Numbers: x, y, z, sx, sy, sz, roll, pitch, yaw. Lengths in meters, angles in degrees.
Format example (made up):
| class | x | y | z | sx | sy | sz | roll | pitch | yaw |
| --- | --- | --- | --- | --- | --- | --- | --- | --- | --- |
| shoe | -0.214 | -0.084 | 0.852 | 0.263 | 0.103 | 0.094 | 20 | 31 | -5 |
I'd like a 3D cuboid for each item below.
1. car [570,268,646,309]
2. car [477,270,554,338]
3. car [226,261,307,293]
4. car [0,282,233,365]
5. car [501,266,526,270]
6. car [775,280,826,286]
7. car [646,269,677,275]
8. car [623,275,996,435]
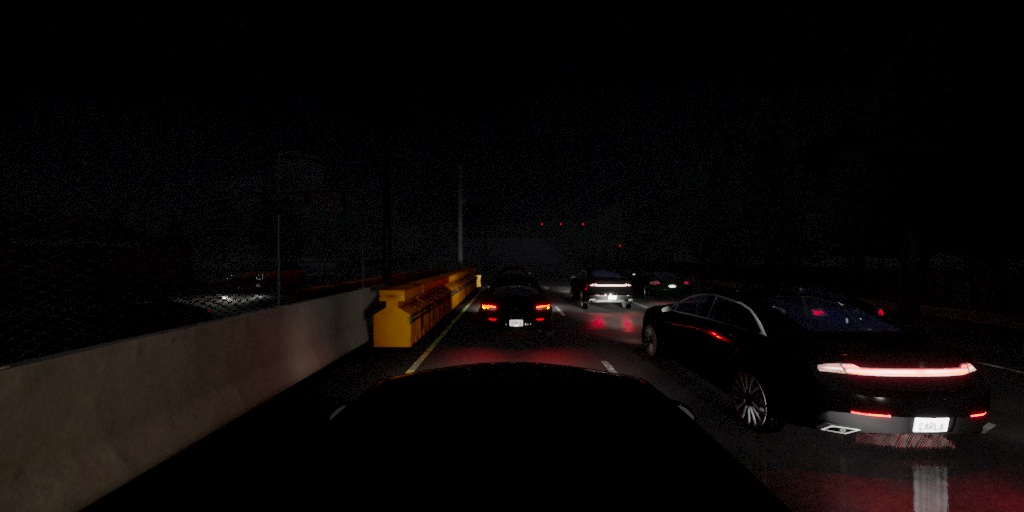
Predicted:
| class | x | y | z | sx | sy | sz | roll | pitch | yaw |
| --- | --- | --- | --- | --- | --- | --- | --- | --- | --- |
| car | 3.575 | 1.241 | 14.944 | 2.128 | 1.511 | 4.902 | 0 | 0 | 2 |
| car | 0.087 | 1.275 | 10.013 | 1.812 | 1.442 | 4.674 | 0 | 0 | 0 |
| car | -14.044 | 1.100 | 20.738 | 2.097 | 1.767 | 4.553 | 0 | 0 | 0 |
| car | -7.098 | 1.314 | 5.669 | 1.994 | 1.385 | 4.181 | 0 | 0 | 0 |
| car | 0.080 | 1.275 | 19.078 | 1.812 | 1.442 | 4.674 | 0 | 0 | 0 |
| car | 7.094 | 1.314 | 9.458 | 1.994 | 1.385 | 4.181 | 0 | 0 | 0 |
| car | 7.082 | 1.313 | 17.848 | 1.994 | 1.385 | 4.181 | 0 | 0 | 0 |
| car | 3.600 | 1.241 | 5.515 | 2.128 | 1.511 | 4.902 | 0 | 0 | 0 |
